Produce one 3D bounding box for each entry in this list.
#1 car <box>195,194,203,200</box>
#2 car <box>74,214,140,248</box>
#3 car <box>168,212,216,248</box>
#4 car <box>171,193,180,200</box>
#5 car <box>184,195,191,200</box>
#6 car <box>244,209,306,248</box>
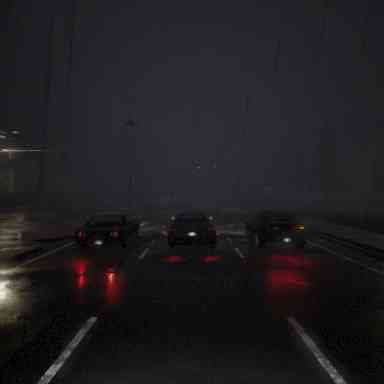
[{"bbox_3d":[2.165,1.302,94.792,2.097,1.767,4.553,0,0,0],"label":"car"},{"bbox_3d":[-3.500,1.615,14.692,1.895,1.301,4.718,0,0,0],"label":"car"},{"bbox_3d":[0.000,1.571,14.662,1.994,1.385,4.181,0,0,0],"label":"car"},{"bbox_3d":[-4.835,1.163,94.473,2.150,2.045,5.566,0,0,0],"label":"car"},{"bbox_3d":[-1.335,1.473,94.837,2.128,1.511,4.902,0,0,0],"label":"car"},{"bbox_3d":[3.500,1.515,14.662,1.837,1.490,4.892,0,0,0],"label":"car"}]
